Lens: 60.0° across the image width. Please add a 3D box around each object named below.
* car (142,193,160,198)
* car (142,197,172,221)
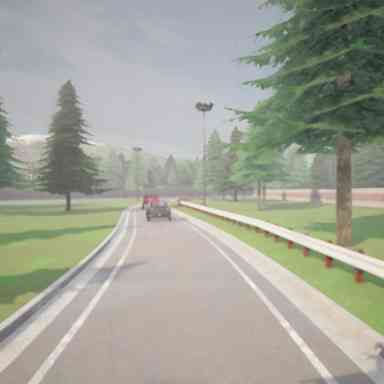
[{"bbox_3d":[-5.385,1.133,43.865,2.150,2.045,5.566,0,0,-7],"label":"car"},{"bbox_3d":[-2.719,1.438,26.438,2.128,1.511,4.902,0,0,-10],"label":"car"}]
